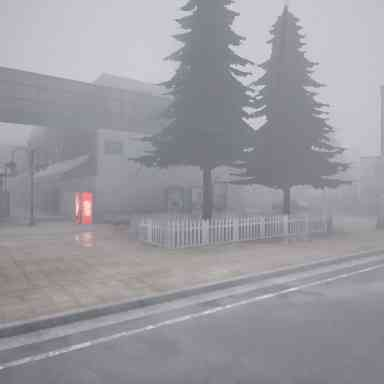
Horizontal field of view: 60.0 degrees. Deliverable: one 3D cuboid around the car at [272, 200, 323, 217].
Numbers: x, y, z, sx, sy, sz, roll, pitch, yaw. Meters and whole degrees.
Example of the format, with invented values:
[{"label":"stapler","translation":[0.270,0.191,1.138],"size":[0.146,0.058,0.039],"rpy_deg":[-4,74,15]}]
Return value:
[{"label":"car","translation":[9.568,1.462,30.440],"size":[1.882,1.535,5.008],"rpy_deg":[0,0,-34]}]
